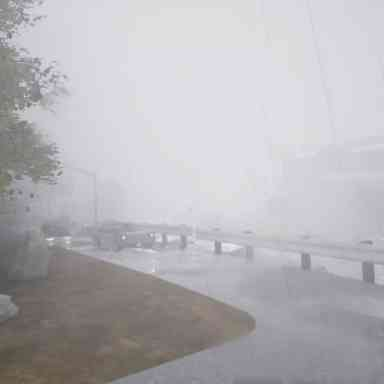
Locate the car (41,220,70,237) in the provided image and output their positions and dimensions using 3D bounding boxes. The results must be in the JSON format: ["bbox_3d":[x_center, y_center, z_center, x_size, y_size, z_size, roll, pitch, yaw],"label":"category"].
[{"bbox_3d":[-13.059,3.426,31.659,1.837,1.490,4.892,0,-4,-33],"label":"car"}]

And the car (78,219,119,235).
[{"bbox_3d":[-11.314,4.507,41.363,2.435,2.045,5.566,0,1,36],"label":"car"}]

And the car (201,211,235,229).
[{"bbox_3d":[3.605,4.424,49.630,2.435,2.045,5.566,0,-1,36],"label":"car"}]

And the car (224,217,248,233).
[{"bbox_3d":[6.883,4.677,44.684,2.231,1.521,4.892,1,0,36],"label":"car"}]

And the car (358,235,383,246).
[{"bbox_3d":[16.837,4.675,30.068,1.946,1.575,5.366,0,-1,36],"label":"car"}]

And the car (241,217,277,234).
[{"bbox_3d":[8.543,4.550,42.244,2.185,1.767,4.553,1,0,36],"label":"car"}]

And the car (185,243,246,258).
[{"bbox_3d":[2.099,4.508,21.257,2.435,2.045,5.566,0,1,36],"label":"car"}]

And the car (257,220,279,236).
[{"bbox_3d":[10.061,4.671,39.606,1.946,1.575,5.366,1,0,36],"label":"car"}]

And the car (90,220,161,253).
[{"bbox_3d":[-3.720,2.331,17.508,1.895,1.301,4.718,0,-4,-33],"label":"car"}]

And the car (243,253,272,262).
[{"bbox_3d":[3.816,4.759,18.771,2.231,1.521,4.892,0,1,36],"label":"car"}]

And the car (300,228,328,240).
[{"bbox_3d":[13.461,4.706,34.863,2.163,1.488,4.792,0,-1,36],"label":"car"}]

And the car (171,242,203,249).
[{"bbox_3d":[0.461,4.787,23.823,2.163,1.488,4.792,-1,0,36],"label":"car"}]

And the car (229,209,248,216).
[{"bbox_3d":[13.050,5.728,93.548,4.553,1.767,2.185,0,-2,36],"label":"car"}]

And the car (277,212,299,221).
[{"bbox_3d":[22.496,5.684,77.987,4.553,1.767,2.185,2,0,36],"label":"car"}]

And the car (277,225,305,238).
[{"bbox_3d":[11.805,4.677,37.304,2.231,1.521,4.892,1,0,36],"label":"car"}]

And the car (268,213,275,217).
[{"bbox_3d":[15.041,5.619,72.866,4.674,1.452,2.002,2,0,36],"label":"car"}]

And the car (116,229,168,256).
[{"bbox_3d":[-4.606,4.633,31.312,2.185,1.767,4.553,-1,1,36],"label":"car"}]

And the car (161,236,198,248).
[{"bbox_3d":[-1.224,4.507,26.333,2.435,2.045,5.566,-1,1,36],"label":"car"}]

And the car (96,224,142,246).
[{"bbox_3d":[-7.928,4.632,36.387,2.185,1.767,4.553,0,1,36],"label":"car"}]

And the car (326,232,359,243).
[{"bbox_3d":[15.085,4.676,32.381,2.097,1.535,5.008,1,0,37],"label":"car"}]

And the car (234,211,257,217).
[{"bbox_3d":[10.204,5.404,69.359,5.366,1.575,1.946,2,-1,36],"label":"car"}]

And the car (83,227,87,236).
[{"bbox_3d":[-9.630,4.759,38.875,2.231,1.521,4.892,-1,1,36],"label":"car"}]

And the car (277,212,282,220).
[{"bbox_3d":[17.543,5.658,74.566,5.008,1.535,2.097,2,0,36],"label":"car"}]

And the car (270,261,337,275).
[{"bbox_3d":[5.497,4.507,16.277,2.435,2.045,5.566,-1,1,36],"label":"car"}]

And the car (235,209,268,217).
[{"bbox_3d":[12.583,5.243,71.159,5.566,2.045,2.435,2,-1,36],"label":"car"}]

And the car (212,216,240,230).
[{"bbox_3d":[5.236,4.716,47.141,2.002,1.452,4.674,0,-1,36],"label":"car"}]

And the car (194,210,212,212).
[{"bbox_3d":[1.883,5.508,85.852,4.892,1.521,2.231,0,-2,36],"label":"car"}]
